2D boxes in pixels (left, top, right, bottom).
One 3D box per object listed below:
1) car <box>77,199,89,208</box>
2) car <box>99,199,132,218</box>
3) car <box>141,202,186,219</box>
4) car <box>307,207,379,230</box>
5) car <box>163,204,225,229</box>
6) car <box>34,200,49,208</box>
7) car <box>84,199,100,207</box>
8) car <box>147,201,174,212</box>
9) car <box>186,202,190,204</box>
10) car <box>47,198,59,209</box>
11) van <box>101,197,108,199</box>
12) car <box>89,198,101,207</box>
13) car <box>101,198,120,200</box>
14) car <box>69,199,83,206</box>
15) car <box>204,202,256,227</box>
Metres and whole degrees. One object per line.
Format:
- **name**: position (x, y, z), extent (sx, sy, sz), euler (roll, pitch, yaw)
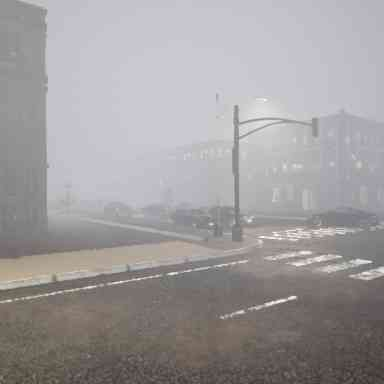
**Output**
- **car**: position (-20.214, 2.197, 62.806), extent (1.812, 1.442, 4.674), euler (-1, 0, -35)
- **car**: position (-7.925, 1.848, 35.459), extent (1.967, 1.590, 4.097), euler (-1, 0, -35)
- **car**: position (-3.255, 1.879, 33.369), extent (2.033, 1.411, 5.357), euler (-1, 0, -36)
- **car**: position (9.605, 1.642, 21.368), extent (4.181, 1.385, 1.994), euler (-2, -1, 33)
- **car**: position (0.012, 1.816, 24.074), extent (1.947, 1.339, 4.313), euler (-1, 0, -35)
- **car**: position (-30.352, 2.377, 67.054), extent (2.008, 1.369, 4.403), euler (-1, 0, -35)
- **car**: position (-20.315, 2.230, 67.392), extent (1.887, 1.381, 4.507), euler (-1, 0, -35)
- **car**: position (-4.293, 1.968, 44.825), extent (1.802, 1.307, 4.206), euler (-1, 0, -35)
- **car**: position (-1.090, 1.906, 40.312), extent (1.802, 1.307, 4.206), euler (-2, 0, -35)
- **car**: position (-23.845, 2.234, 57.887), extent (1.752, 1.417, 4.829), euler (-1, 0, -35)
- **van**: position (-13.912, 1.909, 58.365), extent (1.690, 1.788, 3.998), euler (-1, 0, -35)
- **car**: position (-17.117, 1.942, 62.878), extent (2.192, 1.841, 5.009), euler (-1, 0, -35)
- **car**: position (-9.252, 1.940, 41.834), extent (2.128, 1.511, 4.902), euler (-1, 0, -35)
- **car**: position (-26.724, 2.366, 76.419), extent (1.947, 1.339, 4.313), euler (-1, 0, -35)
- **car**: position (2.692, 1.739, 25.001), extent (1.812, 1.442, 4.674), euler (-1, 0, -34)
